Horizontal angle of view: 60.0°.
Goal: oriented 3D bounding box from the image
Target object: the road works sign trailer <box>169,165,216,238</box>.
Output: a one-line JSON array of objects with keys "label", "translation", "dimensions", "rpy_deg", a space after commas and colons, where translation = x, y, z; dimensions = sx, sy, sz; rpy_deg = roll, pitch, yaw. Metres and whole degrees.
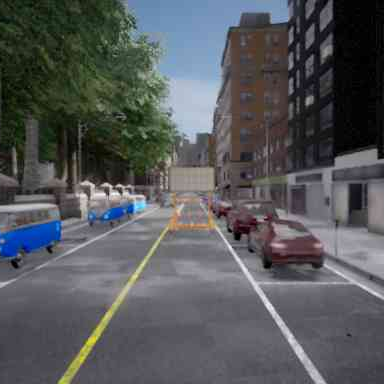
[{"label": "road works sign trailer", "translation": [0.006, 0.399, 17.372], "dimensions": [2.380, 3.560, 2.880], "rpy_deg": [0, 0, 0]}]

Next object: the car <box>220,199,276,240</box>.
[{"label": "car", "translation": [2.859, 1.254, 16.420], "dimensions": [2.192, 1.841, 5.009], "rpy_deg": [0, 0, 0]}]

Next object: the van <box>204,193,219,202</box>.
[{"label": "van", "translation": [2.871, 1.151, 44.722], "dimensions": [1.690, 1.788, 3.998], "rpy_deg": [0, 0, 0]}]

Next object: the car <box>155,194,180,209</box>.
[{"label": "car", "translation": [-3.069, 1.311, 42.739], "dimensions": [2.128, 1.511, 4.902], "rpy_deg": [0, 0, 0]}]

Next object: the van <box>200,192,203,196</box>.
[{"label": "van", "translation": [2.878, 1.062, 61.703], "dimensions": [1.690, 1.788, 3.998], "rpy_deg": [0, 0, 0]}]

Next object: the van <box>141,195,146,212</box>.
[{"label": "van", "translation": [-5.658, 1.206, 33.377], "dimensions": [1.690, 1.788, 3.998], "rpy_deg": [0, 0, 0]}]

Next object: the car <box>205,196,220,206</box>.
[{"label": "car", "translation": [2.869, 1.420, 39.063], "dimensions": [1.802, 1.307, 4.206], "rpy_deg": [0, 0, 0]}]

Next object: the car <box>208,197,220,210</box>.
[{"label": "car", "translation": [2.868, 1.447, 33.402], "dimensions": [1.802, 1.307, 4.206], "rpy_deg": [0, 0, 0]}]

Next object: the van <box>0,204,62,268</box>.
[{"label": "van", "translation": [-5.667, 1.302, 10.745], "dimensions": [1.690, 1.788, 3.998], "rpy_deg": [0, 0, 0]}]

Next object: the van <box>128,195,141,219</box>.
[{"label": "van", "translation": [-5.661, 1.232, 27.718], "dimensions": [1.690, 1.788, 3.998], "rpy_deg": [0, 0, 0]}]

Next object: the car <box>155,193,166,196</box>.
[{"label": "car", "translation": [-5.647, 1.036, 61.666], "dimensions": [2.192, 1.841, 5.009], "rpy_deg": [0, 0, 0]}]

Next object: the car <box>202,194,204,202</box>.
[{"label": "car", "translation": [2.874, 1.326, 50.383], "dimensions": [1.887, 1.381, 4.507], "rpy_deg": [0, 0, 0]}]

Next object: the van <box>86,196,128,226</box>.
[{"label": "van", "translation": [-5.663, 1.256, 22.061], "dimensions": [1.690, 1.788, 3.998], "rpy_deg": [0, 0, 0]}]

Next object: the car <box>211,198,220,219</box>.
[{"label": "car", "translation": [2.865, 1.435, 27.742], "dimensions": [1.887, 1.381, 4.507], "rpy_deg": [0, 0, 0]}]

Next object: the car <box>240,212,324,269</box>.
[{"label": "car", "translation": [2.859, 1.543, 10.760], "dimensions": [1.802, 1.307, 4.206], "rpy_deg": [0, 0, 0]}]
